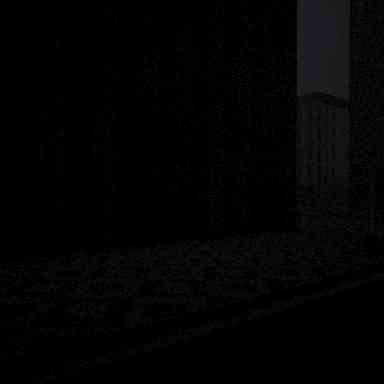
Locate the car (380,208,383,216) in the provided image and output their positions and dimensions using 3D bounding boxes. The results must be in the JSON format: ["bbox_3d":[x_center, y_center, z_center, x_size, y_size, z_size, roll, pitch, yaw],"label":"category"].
[{"bbox_3d":[17.508,1.549,25.884,1.895,1.301,4.718,1,-1,-36],"label":"car"}]
